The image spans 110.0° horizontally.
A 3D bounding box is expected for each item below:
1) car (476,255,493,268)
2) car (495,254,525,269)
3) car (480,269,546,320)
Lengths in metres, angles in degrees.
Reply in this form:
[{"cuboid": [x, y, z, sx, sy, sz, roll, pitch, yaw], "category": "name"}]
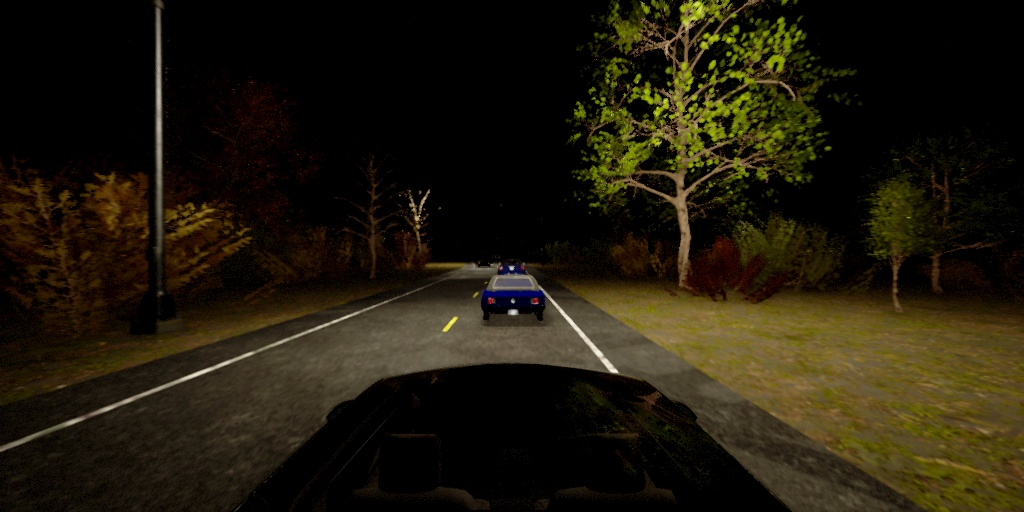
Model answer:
[{"cuboid": [-4.005, 0.945, 51.784, 1.837, 1.490, 4.892, 0, 0, -3], "category": "car"}, {"cuboid": [-0.013, 0.946, 28.482, 2.097, 1.767, 4.553, 0, 0, 0], "category": "car"}, {"cuboid": [0.044, 1.289, 12.348, 1.895, 1.301, 4.718, 0, 0, 0], "category": "car"}]
